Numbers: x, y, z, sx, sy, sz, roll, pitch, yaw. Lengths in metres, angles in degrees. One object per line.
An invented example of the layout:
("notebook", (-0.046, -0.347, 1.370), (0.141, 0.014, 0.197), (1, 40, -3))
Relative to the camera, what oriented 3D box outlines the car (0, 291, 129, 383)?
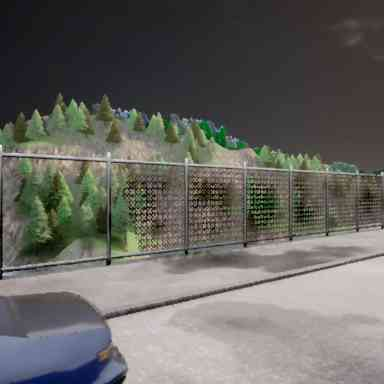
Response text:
("car", (-3.194, 1.547, 2.337), (5.357, 1.411, 2.033), (0, 0, -35))
